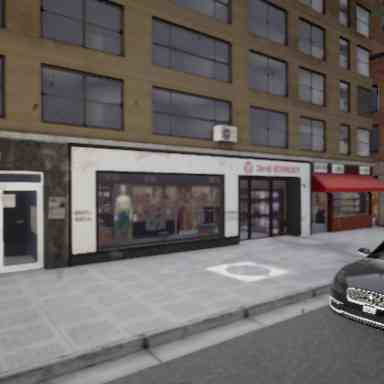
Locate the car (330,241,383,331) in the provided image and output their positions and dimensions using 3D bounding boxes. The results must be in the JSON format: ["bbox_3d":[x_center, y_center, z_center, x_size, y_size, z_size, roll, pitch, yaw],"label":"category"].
[{"bbox_3d":[4.567,1.478,6.233,4.892,1.490,1.837,0,0,-35],"label":"car"}]
